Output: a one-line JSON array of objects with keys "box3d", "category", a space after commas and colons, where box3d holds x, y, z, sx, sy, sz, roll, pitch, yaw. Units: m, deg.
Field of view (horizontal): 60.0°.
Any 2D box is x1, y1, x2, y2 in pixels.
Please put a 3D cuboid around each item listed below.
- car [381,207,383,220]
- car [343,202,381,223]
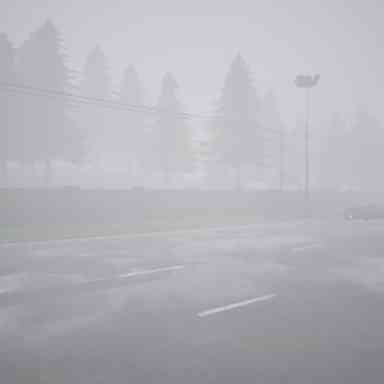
[{"box3d": [15.600, 1.660, 23.476, 4.181, 1.385, 1.994, 0, 0, -36], "category": "car"}, {"box3d": [14.009, 1.604, 26.638, 4.892, 1.490, 1.837, 0, 0, -36], "category": "car"}]
